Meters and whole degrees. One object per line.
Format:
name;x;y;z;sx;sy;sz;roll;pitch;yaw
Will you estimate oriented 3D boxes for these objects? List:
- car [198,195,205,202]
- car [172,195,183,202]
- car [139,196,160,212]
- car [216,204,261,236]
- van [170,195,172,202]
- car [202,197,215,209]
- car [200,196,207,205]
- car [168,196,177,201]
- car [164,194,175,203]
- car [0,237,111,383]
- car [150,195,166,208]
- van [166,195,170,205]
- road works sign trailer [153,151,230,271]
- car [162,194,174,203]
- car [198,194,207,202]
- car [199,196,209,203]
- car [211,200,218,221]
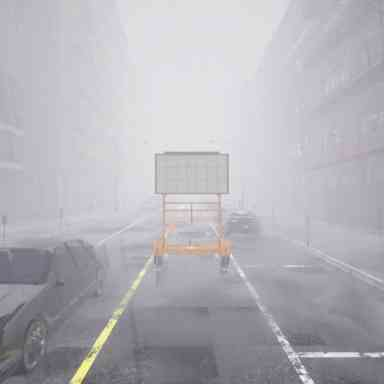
car;2.605;1.686;62.534;1.887;1.381;4.507;1;0;0
car;-2.727;1.683;66.545;1.812;1.442;4.674;0;0;0
car;-5.282;1.595;40.306;1.752;1.417;4.829;2;0;0
car;2.590;1.565;18.288;1.887;1.381;4.507;1;0;0
van;-5.270;1.483;62.599;1.690;1.788;3.998;1;0;0
car;2.597;1.615;40.410;1.887;1.381;4.507;1;0;0
car;2.599;1.636;45.942;2.008;1.369;4.403;1;0;0
car;-5.267;1.834;90.251;1.947;1.339;4.313;1;0;0
car;-5.264;1.528;79.189;2.192;1.841;5.009;1;0;0
car;-2.848;1.551;5.817;2.033;1.411;5.357;0;0;0
car;-5.274;1.401;46.008;2.192;1.841;5.009;2;0;0
van;-5.271;1.462;57.067;1.690;1.788;3.998;2;0;0
road works sign trailer;-0.007;0.474;10.977;2.380;3.560;2.880;0;0;0
car;-5.266;1.504;73.660;2.192;1.841;5.009;1;0;0
car;2.584;1.554;84.658;2.192;1.841;5.009;1;0;0
car;2.619;1.628;73.596;1.967;1.590;4.097;1;0;0
car;2.593;1.556;23.990;1.752;1.417;4.829;1;0;0
